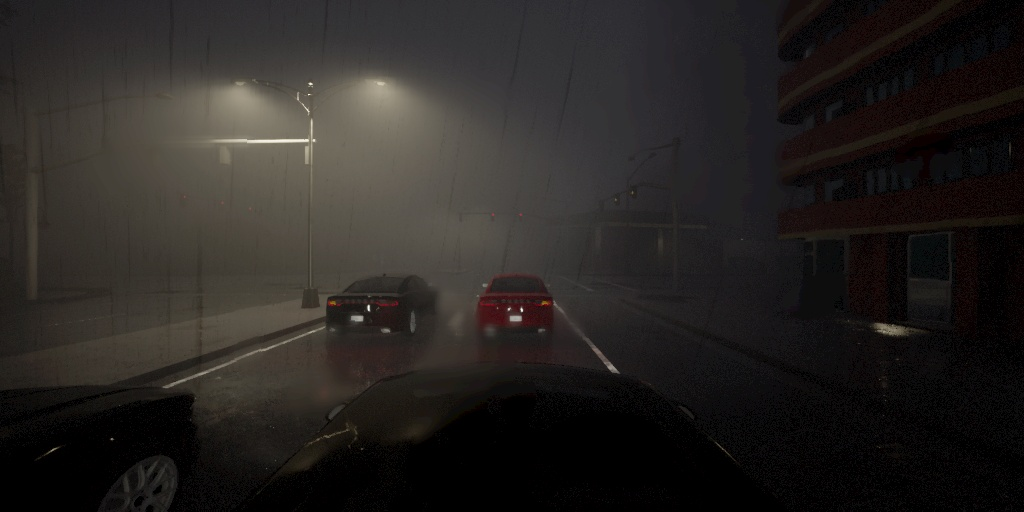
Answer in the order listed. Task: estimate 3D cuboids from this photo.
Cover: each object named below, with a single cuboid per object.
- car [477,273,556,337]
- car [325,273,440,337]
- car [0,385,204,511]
[{"bbox_3d":[0.120,1.228,10.377,1.882,1.535,5.008,0,0,1],"label":"car"},{"bbox_3d":[-3.385,1.228,10.367,1.882,1.535,5.008,0,0,0],"label":"car"},{"bbox_3d":[-3.409,1.228,0.793,1.882,1.535,5.008,0,0,0],"label":"car"}]
